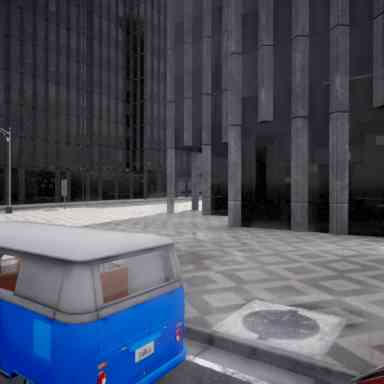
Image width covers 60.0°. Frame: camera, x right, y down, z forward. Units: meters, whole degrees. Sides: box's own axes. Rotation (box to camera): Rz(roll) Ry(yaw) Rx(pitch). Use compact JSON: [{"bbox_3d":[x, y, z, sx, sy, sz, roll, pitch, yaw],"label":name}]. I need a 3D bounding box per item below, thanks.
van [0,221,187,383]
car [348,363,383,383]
[{"bbox_3d":[-1.973,1.341,4.368,3.998,1.788,1.690,0,0,35],"label":"van"},{"bbox_3d":[2.527,1.440,1.164,4.097,1.590,1.967,0,0,35],"label":"car"}]
